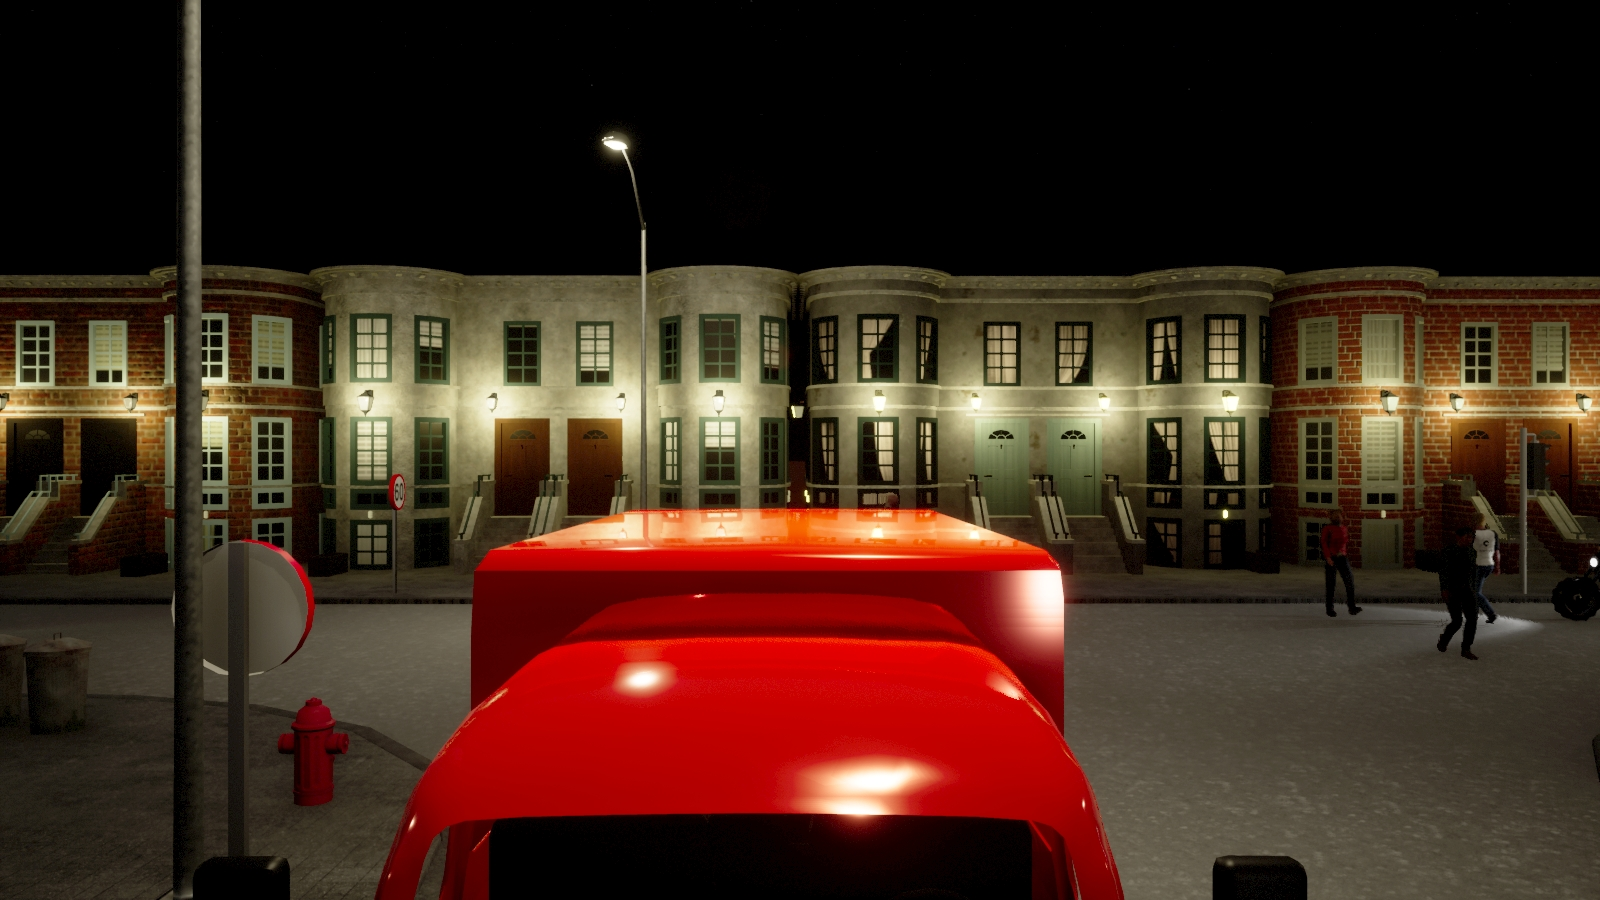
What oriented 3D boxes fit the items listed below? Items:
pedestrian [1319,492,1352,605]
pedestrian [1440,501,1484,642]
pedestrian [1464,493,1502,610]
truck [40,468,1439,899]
[{"bbox_3d":[8.905,1.628,19.008,0.375,1.860,0.375,0,0,0],"label":"pedestrian"},{"bbox_3d":[8.933,1.629,15.415,0.375,1.860,0.375,0,0,0],"label":"pedestrian"},{"bbox_3d":[11.063,1.629,18.514,0.375,1.860,0.375,0,0,-5],"label":"pedestrian"},{"bbox_3d":[-0.117,1.348,4.748,2.627,2.467,5.204,0,0,0],"label":"truck"}]
